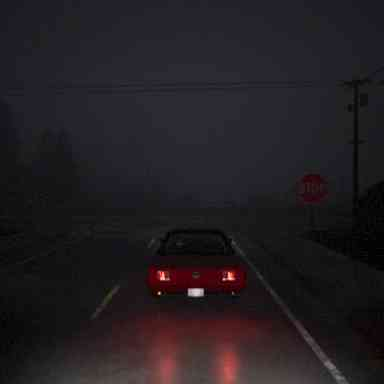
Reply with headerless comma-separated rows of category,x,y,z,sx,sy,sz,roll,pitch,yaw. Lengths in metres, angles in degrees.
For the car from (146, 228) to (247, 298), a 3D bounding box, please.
car,0.090,1.549,8.347,1.895,1.301,4.718,0,0,0
